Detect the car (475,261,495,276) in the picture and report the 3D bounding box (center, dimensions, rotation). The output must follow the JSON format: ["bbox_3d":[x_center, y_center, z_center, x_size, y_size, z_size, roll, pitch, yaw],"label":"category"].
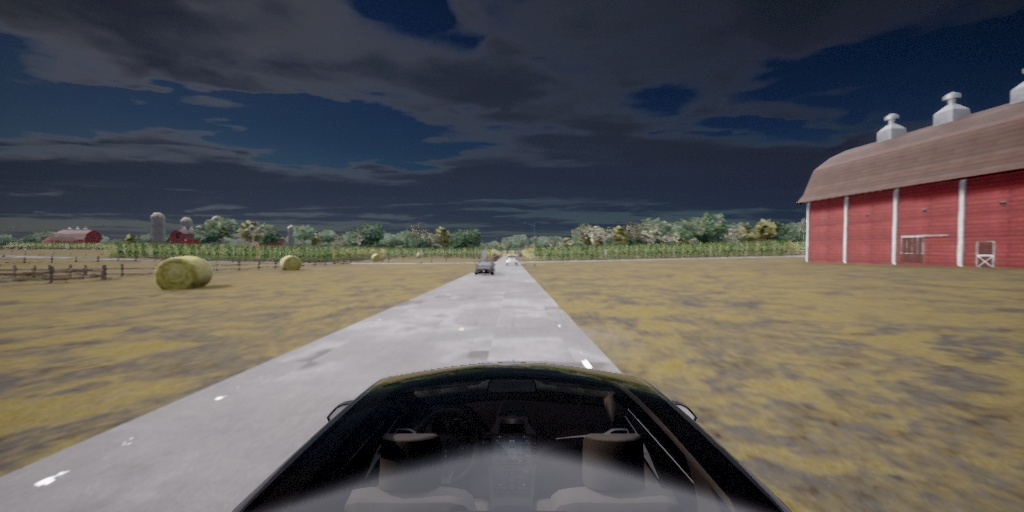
[{"bbox_3d":[-2.758,1.212,37.312,1.882,1.535,5.008,0,0,0],"label":"car"}]
